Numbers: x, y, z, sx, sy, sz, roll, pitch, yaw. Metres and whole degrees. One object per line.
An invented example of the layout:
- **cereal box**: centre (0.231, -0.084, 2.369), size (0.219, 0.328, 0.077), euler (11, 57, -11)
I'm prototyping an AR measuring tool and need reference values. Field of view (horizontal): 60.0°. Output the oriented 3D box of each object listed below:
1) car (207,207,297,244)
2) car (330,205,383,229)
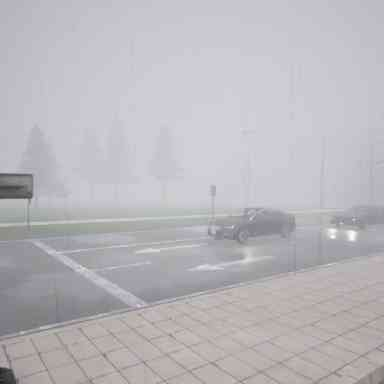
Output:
- **car**: centre (2.929, 1.492, 15.901), size (4.902, 1.511, 2.128), euler (0, 0, -35)
- **car**: centre (11.327, 1.547, 21.850), size (5.357, 1.411, 2.033), euler (0, 0, -35)
